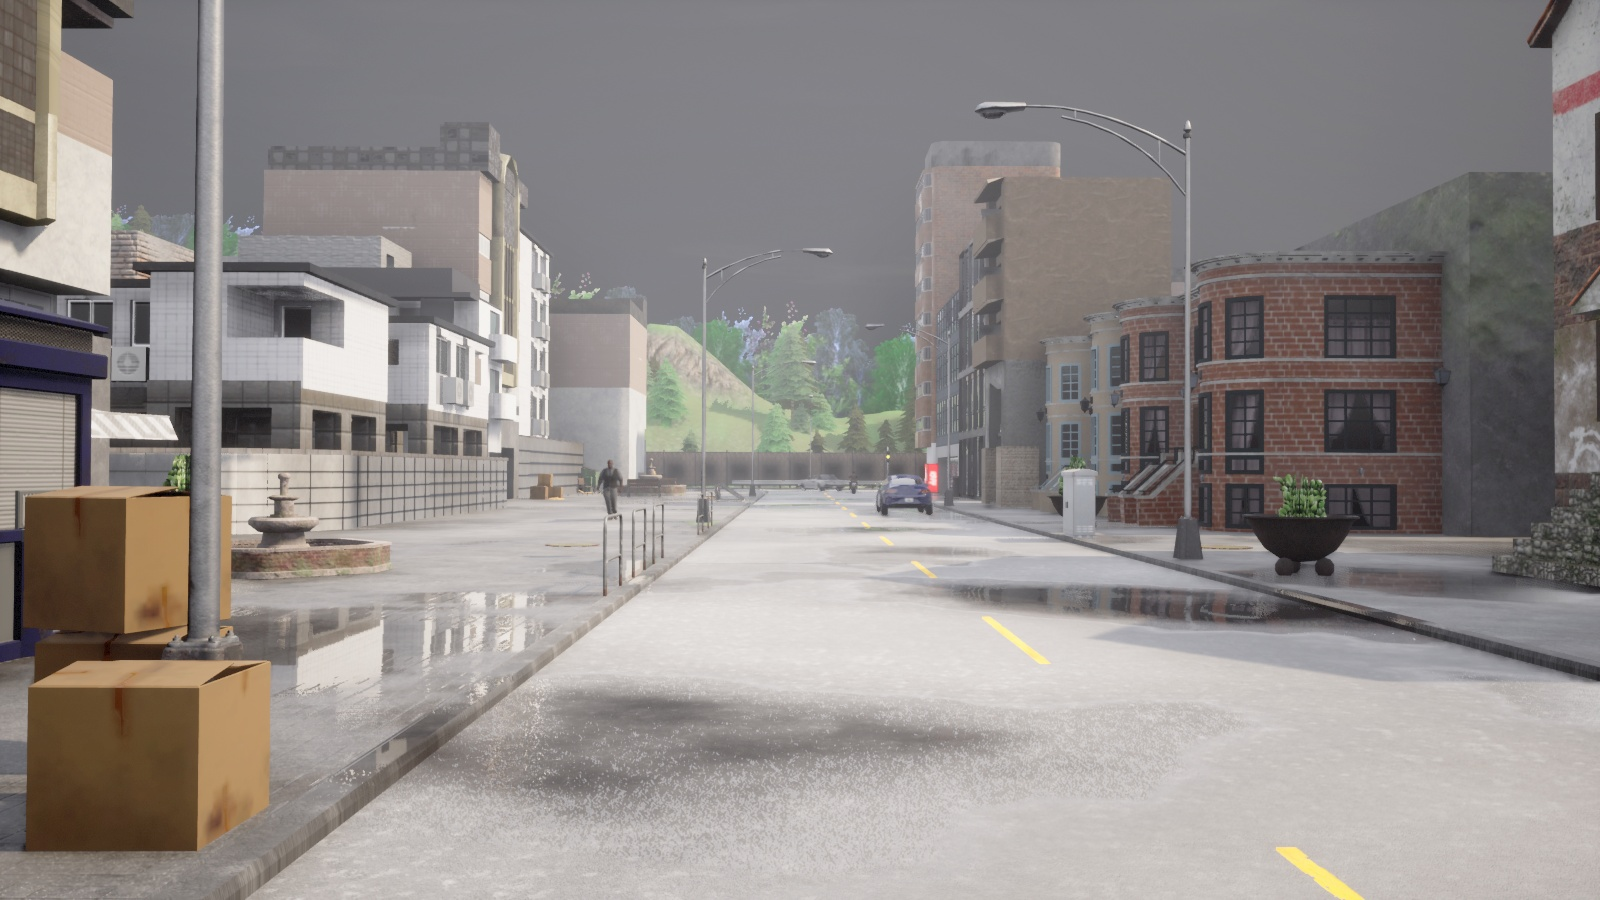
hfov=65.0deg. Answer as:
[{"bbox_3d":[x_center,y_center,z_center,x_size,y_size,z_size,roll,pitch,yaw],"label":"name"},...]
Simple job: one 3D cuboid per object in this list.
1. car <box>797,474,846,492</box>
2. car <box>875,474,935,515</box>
[{"bbox_3d":[1.637,2.547,97.803,1.895,1.301,4.718,0,-1,-26],"label":"car"},{"bbox_3d":[3.848,1.608,46.748,1.812,1.442,4.674,0,-1,0],"label":"car"}]
